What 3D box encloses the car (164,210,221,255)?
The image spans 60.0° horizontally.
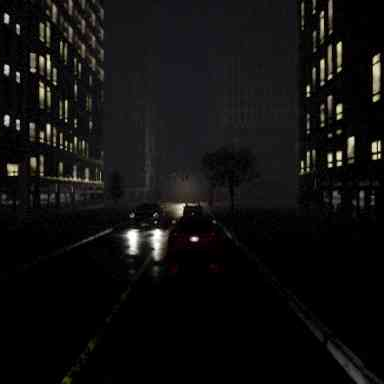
[{"bbox_3d":[0.091,1.670,13.875,1.994,1.385,4.181,0,0,0],"label":"car"}]

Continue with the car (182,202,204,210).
[{"bbox_3d":[0.090,1.745,32.254,2.128,1.511,4.902,0,0,0],"label":"car"}]

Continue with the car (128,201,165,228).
[{"bbox_3d":[-3.106,1.533,23.438,2.097,1.767,4.553,0,0,0],"label":"car"}]
